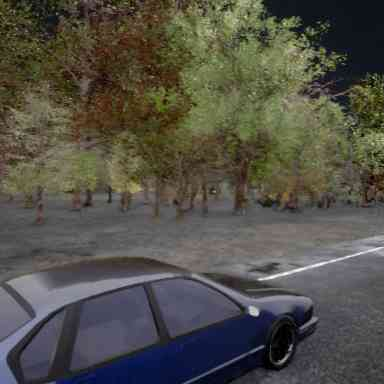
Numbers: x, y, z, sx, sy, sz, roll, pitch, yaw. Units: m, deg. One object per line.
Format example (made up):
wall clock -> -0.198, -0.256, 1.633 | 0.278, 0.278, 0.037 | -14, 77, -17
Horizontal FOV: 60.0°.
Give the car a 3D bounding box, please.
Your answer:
car -> -0.697, 1.494, 3.699 | 5.357, 1.411, 2.033 | 1, 1, -41
